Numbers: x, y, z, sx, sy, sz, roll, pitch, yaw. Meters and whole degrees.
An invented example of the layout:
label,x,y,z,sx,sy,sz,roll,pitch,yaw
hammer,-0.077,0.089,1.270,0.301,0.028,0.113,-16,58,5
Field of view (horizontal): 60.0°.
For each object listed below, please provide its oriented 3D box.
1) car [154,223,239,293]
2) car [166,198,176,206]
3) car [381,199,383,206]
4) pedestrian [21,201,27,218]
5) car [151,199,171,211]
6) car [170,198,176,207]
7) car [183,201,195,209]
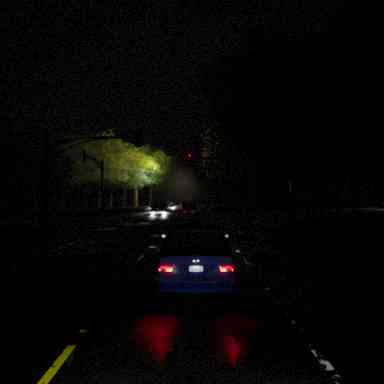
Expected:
label,x,y,z,sx,sy,sz,roll,pitch,yaw
car,0.089,1.547,8.997,2.033,1.411,5.357,0,0,0
car,-4.674,2.250,76.164,2.097,1.767,4.553,0,-1,-1
car,19.964,0.657,30.339,4.892,1.490,1.837,-2,-1,2
pedestrian,-18.093,1.908,35.666,0.375,1.860,0.375,0,1,2
car,-4.363,1.903,44.964,1.895,1.301,4.718,0,-1,3
car,-4.466,2.261,65.425,1.895,1.301,4.718,0,-1,-1
car,-0.513,2.016,51.616,1.895,1.301,4.718,0,-1,-1
